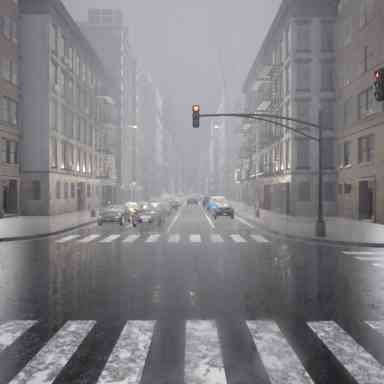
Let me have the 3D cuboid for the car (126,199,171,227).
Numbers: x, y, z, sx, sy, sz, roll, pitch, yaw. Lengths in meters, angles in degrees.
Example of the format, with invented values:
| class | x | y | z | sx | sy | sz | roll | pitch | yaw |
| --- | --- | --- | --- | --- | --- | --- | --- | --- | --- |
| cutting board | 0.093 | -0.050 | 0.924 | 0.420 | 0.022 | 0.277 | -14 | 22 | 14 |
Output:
| class | x | y | z | sx | sy | sz | roll | pitch | yaw |
| --- | --- | --- | --- | --- | --- | --- | --- | --- | --- |
| car | -2.851 | 1.489 | 22.855 | 2.128 | 1.511 | 4.902 | 0 | 0 | 0 |

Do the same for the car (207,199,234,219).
| class | x | y | z | sx | sy | sz | roll | pitch | yaw |
| --- | --- | --- | --- | --- | --- | --- | --- | --- | --- |
| car | 2.637 | 1.548 | 28.894 | 2.008 | 1.369 | 4.403 | 0 | 0 | 0 |

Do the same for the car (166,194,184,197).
| class | x | y | z | sx | sy | sz | roll | pitch | yaw |
| --- | --- | --- | --- | --- | --- | --- | --- | --- | --- |
| car | -2.801 | 1.473 | 53.006 | 1.882 | 1.535 | 5.008 | 0 | 0 | 1 |

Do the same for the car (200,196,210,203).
| class | x | y | z | sx | sy | sz | roll | pitch | yaw |
| --- | --- | --- | --- | --- | --- | --- | --- | --- | --- |
| car | 2.644 | 1.521 | 66.907 | 1.752 | 1.417 | 4.829 | 0 | 0 | 0 |

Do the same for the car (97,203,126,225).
| class | x | y | z | sx | sy | sz | roll | pitch | yaw |
| --- | --- | --- | --- | --- | --- | --- | --- | --- | --- |
| car | -5.392 | 1.549 | 23.486 | 2.008 | 1.369 | 4.403 | 0 | 0 | 0 |

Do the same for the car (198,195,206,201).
| class | x | y | z | sx | sy | sz | roll | pitch | yaw |
| --- | --- | --- | --- | --- | --- | --- | --- | --- | --- |
| car | 2.648 | 1.560 | 88.363 | 1.947 | 1.339 | 4.313 | 0 | 0 | 0 |

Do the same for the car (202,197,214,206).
| class | x | y | z | sx | sy | sz | roll | pitch | yaw |
| --- | --- | --- | --- | --- | --- | --- | --- | --- | --- |
| car | 2.642 | 1.562 | 55.925 | 1.947 | 1.339 | 4.313 | 0 | 0 | 0 |

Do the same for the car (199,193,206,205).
| class | x | y | z | sx | sy | sz | roll | pitch | yaw |
| --- | --- | --- | --- | --- | --- | --- | --- | --- | --- |
| car | 2.641 | 1.311 | 50.519 | 2.192 | 1.841 | 5.009 | 0 | 0 | 0 |

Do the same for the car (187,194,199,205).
| class | x | y | z | sx | sy | sz | roll | pitch | yaw |
| --- | --- | --- | --- | --- | --- | --- | --- | --- | --- |
| car | 0.094 | 1.501 | 57.056 | 1.837 | 1.490 | 4.892 | 0 | 0 | 0 |

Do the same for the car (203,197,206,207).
| class | x | y | z | sx | sy | sz | roll | pitch | yaw |
| --- | --- | --- | --- | --- | --- | --- | --- | --- | --- |
| car | 2.639 | 1.578 | 39.707 | 1.802 | 1.307 | 4.206 | 0 | 0 | 0 |

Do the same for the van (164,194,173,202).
| class | x | y | z | sx | sy | sz | roll | pitch | yaw |
| --- | --- | --- | --- | --- | --- | --- | --- | --- | --- |
| van | -5.446 | 1.336 | 77.548 | 1.690 | 1.788 | 3.998 | 0 | 0 | 0 |

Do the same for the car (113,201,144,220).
| class | x | y | z | sx | sy | sz | roll | pitch | yaw |
| --- | --- | --- | --- | --- | --- | --- | --- | --- | --- |
| car | -5.398 | 1.523 | 28.723 | 1.752 | 1.417 | 4.829 | 0 | 0 | 0 |

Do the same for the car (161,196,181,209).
| class | x | y | z | sx | sy | sz | roll | pitch | yaw |
| --- | --- | --- | --- | --- | --- | --- | --- | --- | --- |
| car | -2.838 | 1.560 | 42.752 | 1.994 | 1.385 | 4.181 | 0 | 0 | 1 |

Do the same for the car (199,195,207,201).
| class | x | y | z | sx | sy | sz | roll | pitch | yaw |
| --- | --- | --- | --- | --- | --- | --- | --- | --- | --- |
| car | 2.647 | 1.539 | 82.957 | 1.887 | 1.381 | 4.507 | 0 | 0 | 0 |

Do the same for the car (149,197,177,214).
| class | x | y | z | sx | sy | sz | roll | pitch | yaw |
| --- | --- | --- | --- | --- | --- | --- | --- | --- | --- |
| car | -2.848 | 1.544 | 32.738 | 2.033 | 1.411 | 5.357 | 0 | 0 | 0 |

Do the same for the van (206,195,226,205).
| class | x | y | z | sx | sy | sz | roll | pitch | yaw |
| --- | --- | --- | --- | --- | --- | --- | --- | --- | --- |
| van | 2.638 | 1.338 | 34.300 | 1.690 | 1.788 | 3.998 | 0 | 0 | 0 |

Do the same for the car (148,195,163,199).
| class | x | y | z | sx | sy | sz | roll | pitch | yaw |
| --- | --- | --- | --- | --- | --- | --- | --- | --- | --- |
| car | -5.414 | 1.436 | 45.111 | 1.967 | 1.590 | 4.097 | 0 | 0 | 0 |

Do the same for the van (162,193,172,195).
| class | x | y | z | sx | sy | sz | roll | pitch | yaw |
| --- | --- | --- | --- | --- | --- | --- | --- | --- | --- |
| van | -5.435 | 1.336 | 66.736 | 1.690 | 1.788 | 3.998 | 0 | 0 | 0 |

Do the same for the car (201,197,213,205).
| class | x | y | z | sx | sy | sz | roll | pitch | yaw |
| --- | --- | --- | --- | --- | --- | --- | --- | --- | --- |
| car | 2.643 | 1.546 | 61.332 | 2.008 | 1.369 | 4.403 | 0 | 0 | 0 |
